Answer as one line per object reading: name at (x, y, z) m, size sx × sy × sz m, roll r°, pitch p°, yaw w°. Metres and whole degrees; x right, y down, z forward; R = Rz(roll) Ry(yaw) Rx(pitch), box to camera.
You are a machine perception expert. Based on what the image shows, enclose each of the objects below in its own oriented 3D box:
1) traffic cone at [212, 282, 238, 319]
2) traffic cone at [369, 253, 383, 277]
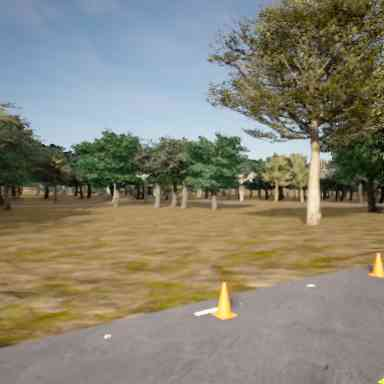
traffic cone at (0.588, 1.923, 6.001) m, size 0.340 × 0.580 × 0.340 m, roll 0°, pitch 0°, yaw -33°
traffic cone at (4.895, 1.896, 8.734) m, size 0.340 × 0.580 × 0.340 m, roll 0°, pitch 0°, yaw -31°
